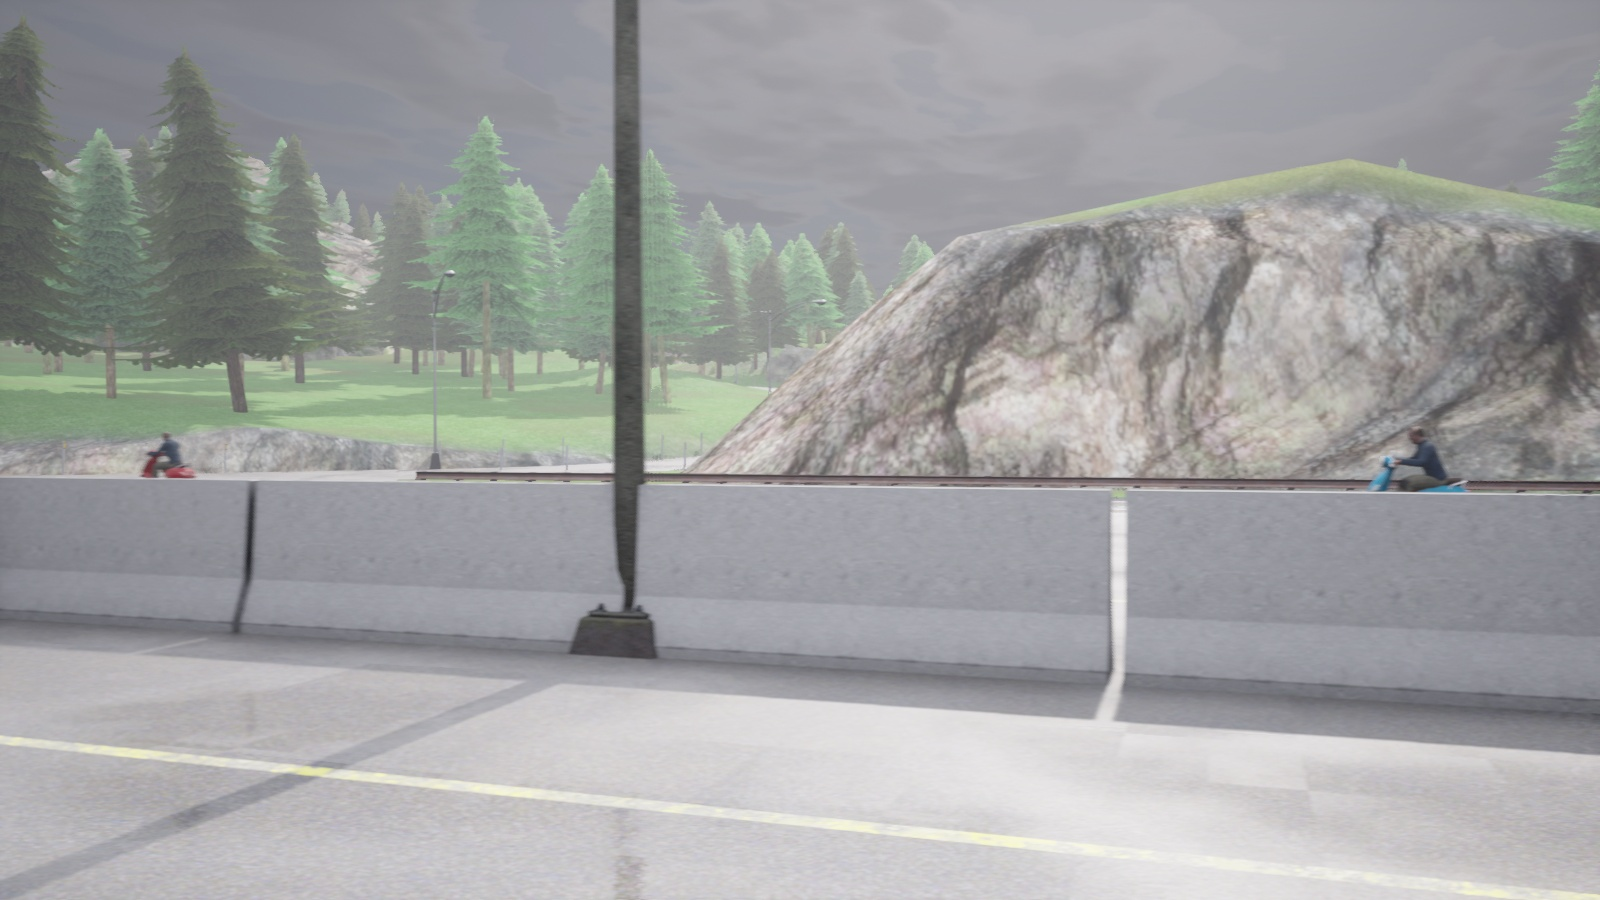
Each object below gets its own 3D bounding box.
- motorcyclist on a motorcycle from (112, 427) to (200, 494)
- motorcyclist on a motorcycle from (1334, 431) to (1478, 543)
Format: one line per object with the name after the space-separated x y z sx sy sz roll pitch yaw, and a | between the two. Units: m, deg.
-15.707 0.230 30.632 1.817 1.590 0.866 0 1 19 | motorcyclist on a motorcycle
8.954 0.515 18.642 1.817 1.590 0.866 1 1 19 | motorcyclist on a motorcycle
